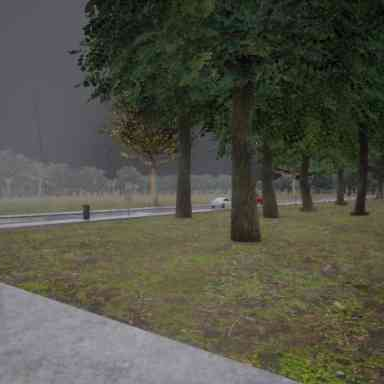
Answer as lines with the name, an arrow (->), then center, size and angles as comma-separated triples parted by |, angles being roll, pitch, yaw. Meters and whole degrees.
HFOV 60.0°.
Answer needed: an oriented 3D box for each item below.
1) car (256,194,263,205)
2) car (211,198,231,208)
car -> 10.227, 1.273, 55.829 | 2.150, 2.045, 5.566 | 0, 0, 36
car -> 4.455, 1.575, 47.789 | 1.812, 1.442, 4.674 | 0, 0, 36
